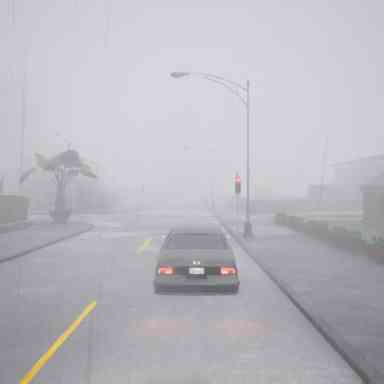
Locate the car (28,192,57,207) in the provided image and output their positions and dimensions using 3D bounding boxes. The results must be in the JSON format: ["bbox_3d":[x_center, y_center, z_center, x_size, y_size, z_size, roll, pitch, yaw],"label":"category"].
[{"bbox_3d":[-19.730,0.985,43.886,1.905,1.878,3.866,0,0,35],"label":"car"}]

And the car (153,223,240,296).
[{"bbox_3d":[0.103,1.547,8.835,2.033,1.411,5.357,0,0,0],"label":"car"}]
